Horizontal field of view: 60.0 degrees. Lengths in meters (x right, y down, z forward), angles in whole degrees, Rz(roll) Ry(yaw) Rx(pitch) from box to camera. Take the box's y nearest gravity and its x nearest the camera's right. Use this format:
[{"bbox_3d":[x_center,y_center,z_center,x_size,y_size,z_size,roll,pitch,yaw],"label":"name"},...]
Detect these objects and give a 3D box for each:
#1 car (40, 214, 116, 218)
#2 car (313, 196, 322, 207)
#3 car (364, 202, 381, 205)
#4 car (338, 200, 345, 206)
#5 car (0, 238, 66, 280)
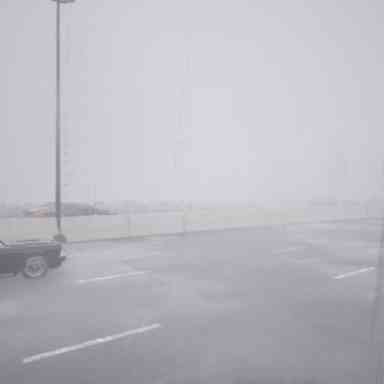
[{"bbox_3d":[-7.194,1.600,20.357,4.718,1.301,1.895,0,0,-35],"label":"car"},{"bbox_3d":[20.973,1.627,53.290,5.566,2.045,2.150,1,-1,-35],"label":"car"},{"bbox_3d":[27.072,1.807,49.025,4.553,1.767,2.097,1,0,-35],"label":"car"},{"bbox_3d":[24.342,1.928,51.389,4.902,1.511,2.128,1,-1,-35],"label":"car"},{"bbox_3d":[-5.726,1.600,8.260,4.718,1.301,1.895,0,0,-36],"label":"car"}]
